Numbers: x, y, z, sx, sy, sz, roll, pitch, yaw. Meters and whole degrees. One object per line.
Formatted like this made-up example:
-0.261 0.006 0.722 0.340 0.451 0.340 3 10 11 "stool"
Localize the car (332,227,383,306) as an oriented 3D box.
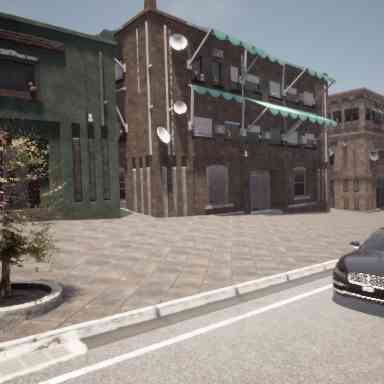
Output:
5.063 1.554 7.662 4.892 1.490 1.837 1 -1 -41 "car"
